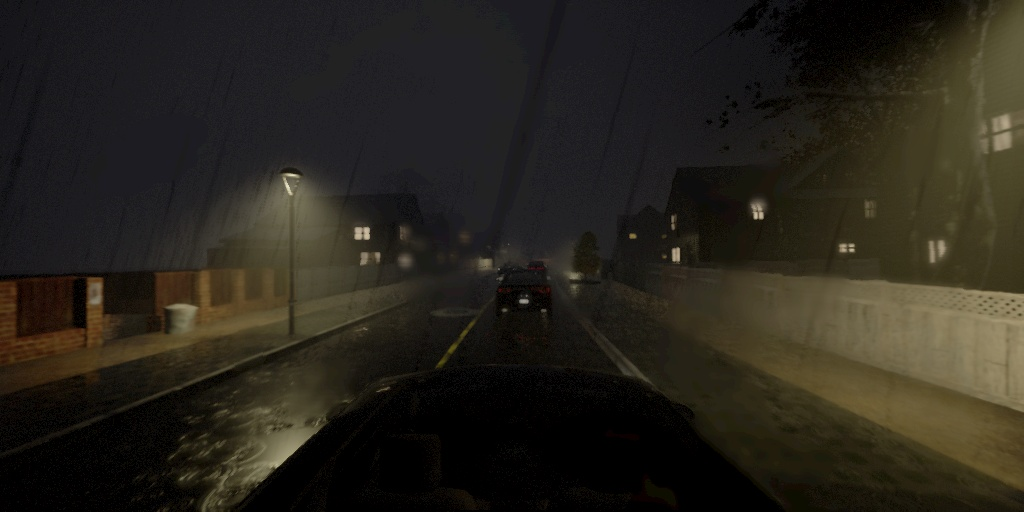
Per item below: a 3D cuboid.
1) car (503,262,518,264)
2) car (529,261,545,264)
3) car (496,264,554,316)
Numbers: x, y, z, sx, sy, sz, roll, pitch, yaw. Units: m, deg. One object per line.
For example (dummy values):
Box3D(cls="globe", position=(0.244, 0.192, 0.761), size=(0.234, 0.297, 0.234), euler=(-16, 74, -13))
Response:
Box3D(cls="car", position=(-0.199, 1.319, 35.924), size=(1.895, 1.301, 4.718), euler=(0, 0, 9))
Box3D(cls="car", position=(2.364, 1.213, 32.956), size=(1.837, 1.490, 4.892), euler=(0, 0, 7))
Box3D(cls="car", position=(0.502, 1.217, 13.351), size=(1.882, 1.535, 5.008), euler=(0, 0, 3))
